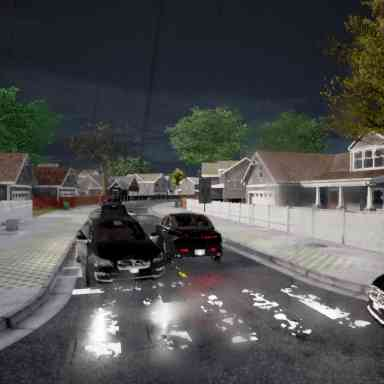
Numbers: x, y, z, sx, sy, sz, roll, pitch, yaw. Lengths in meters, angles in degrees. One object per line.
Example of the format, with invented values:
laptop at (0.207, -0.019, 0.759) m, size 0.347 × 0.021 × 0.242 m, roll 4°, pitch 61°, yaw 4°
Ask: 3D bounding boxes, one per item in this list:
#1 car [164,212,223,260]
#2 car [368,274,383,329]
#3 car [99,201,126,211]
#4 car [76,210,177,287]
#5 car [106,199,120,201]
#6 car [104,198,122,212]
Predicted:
car at (-0.285, 1.511, 12.199) m, size 1.837 × 1.490 × 4.892 m, roll 0°, pitch 0°, yaw -12°
car at (5.219, 1.509, 4.704) m, size 4.892 × 1.490 × 1.837 m, roll 0°, pitch 0°, yaw 9°
car at (-4.785, 1.500, 20.355) m, size 1.837 × 1.490 × 4.892 m, roll 0°, pitch 0°, yaw -15°
car at (-2.241, 1.497, 9.585) m, size 1.837 × 1.490 × 4.892 m, roll 0°, pitch 0°, yaw -24°
car at (-7.210, 1.487, 29.778) m, size 2.128 × 1.511 × 4.902 m, roll 0°, pitch 0°, yaw -14°
car at (-9.368, 1.523, 39.798) m, size 1.812 × 1.442 × 4.674 m, roll 0°, pitch 0°, yaw -10°
